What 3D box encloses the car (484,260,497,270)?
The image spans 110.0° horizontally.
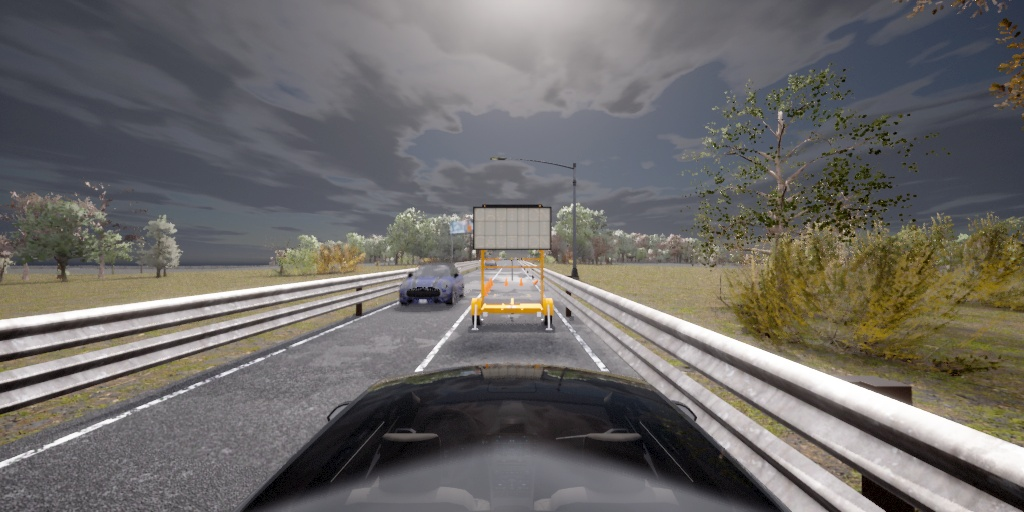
[{"bbox_3d":[-3.247,1.326,53.582,2.033,1.411,5.357,0,0,0],"label":"car"}]

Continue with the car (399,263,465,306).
[{"bbox_3d":[-3.350,1.110,15.733,2.097,1.767,4.553,0,0,0],"label":"car"}]

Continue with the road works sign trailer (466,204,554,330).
[{"bbox_3d":[0.011,0.220,11.107,2.380,3.560,2.880,0,0,0],"label":"road works sign trailer"}]
